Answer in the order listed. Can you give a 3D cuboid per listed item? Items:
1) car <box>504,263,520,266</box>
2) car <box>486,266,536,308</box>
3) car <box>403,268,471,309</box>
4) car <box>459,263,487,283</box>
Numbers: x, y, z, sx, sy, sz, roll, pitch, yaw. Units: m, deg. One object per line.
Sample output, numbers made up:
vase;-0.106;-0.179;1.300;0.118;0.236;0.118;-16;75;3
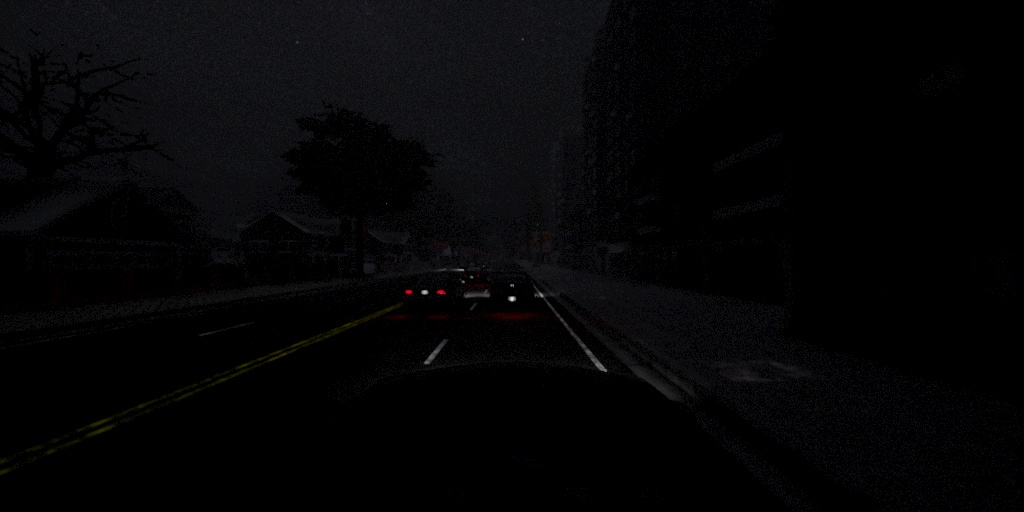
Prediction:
car;0.013;1.372;30.929;2.097;1.767;4.553;0;-1;0
car;0.010;1.392;16.142;1.837;1.490;4.892;0;0;0
car;-3.244;1.429;15.840;2.033;1.411;5.357;0;-1;0
car;-3.234;1.550;31.232;1.812;1.442;4.674;0;0;0
